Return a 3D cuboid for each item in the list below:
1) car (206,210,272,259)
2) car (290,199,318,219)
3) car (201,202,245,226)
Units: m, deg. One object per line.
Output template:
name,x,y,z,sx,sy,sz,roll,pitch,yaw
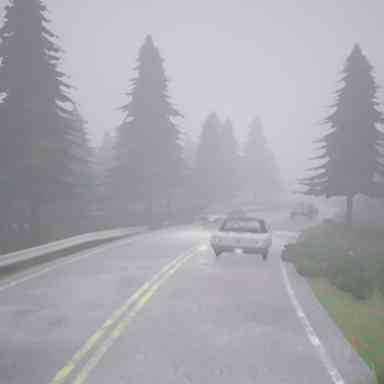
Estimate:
car,2.069,1.615,12.790,1.895,1.301,4.718,2,0,15
car,10.672,1.729,31.460,2.033,1.411,5.357,3,1,29
car,2.170,1.433,22.271,2.128,1.511,4.902,2,1,24
